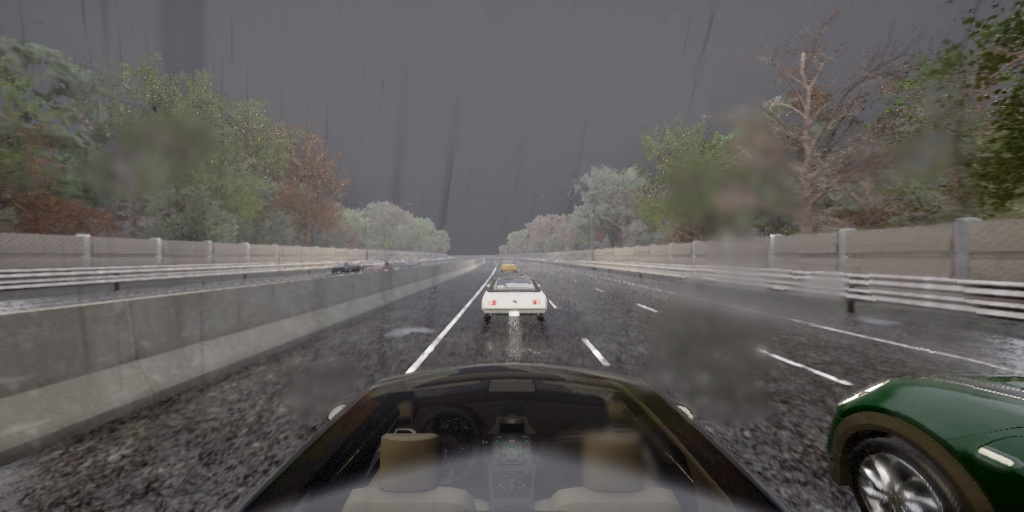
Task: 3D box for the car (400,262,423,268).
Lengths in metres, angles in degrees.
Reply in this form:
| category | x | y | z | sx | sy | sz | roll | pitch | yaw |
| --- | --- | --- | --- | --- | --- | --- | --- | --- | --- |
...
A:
| category | x | y | z | sx | sy | sz | roll | pitch | yaw |
| --- | --- | --- | --- | --- | --- | --- | --- | --- | --- |
| car | -10.916 | 1.331 | 39.257 | 1.994 | 1.385 | 4.181 | 0 | 0 | -1 |

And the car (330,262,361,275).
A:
| category | x | y | z | sx | sy | sz | roll | pitch | yaw |
| --- | --- | --- | --- | --- | --- | --- | --- | --- | --- |
| car | -17.915 | 1.365 | 39.228 | 1.895 | 1.301 | 4.718 | 0 | 0 | -1 |

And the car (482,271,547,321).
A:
| category | x | y | z | sx | sy | sz | roll | pitch | yaw |
| --- | --- | --- | --- | --- | --- | --- | --- | --- | --- |
| car | 0.057 | 1.355 | 12.419 | 1.895 | 1.301 | 4.718 | 0 | 0 | 0 |

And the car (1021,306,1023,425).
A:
| category | x | y | z | sx | sy | sz | roll | pitch | yaw |
| --- | --- | --- | --- | --- | --- | --- | --- | --- | --- |
| car | 7.096 | 1.296 | 1.604 | 2.033 | 1.411 | 5.357 | 0 | 0 | 0 |

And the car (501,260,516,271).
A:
| category | x | y | z | sx | sy | sz | roll | pitch | yaw |
| --- | --- | --- | --- | --- | --- | --- | --- | --- | --- |
| car | -0.444 | 1.221 | 44.652 | 1.801 | 1.575 | 5.366 | 0 | 0 | -1 |

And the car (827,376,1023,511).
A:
| category | x | y | z | sx | sy | sz | roll | pitch | yaw |
| --- | --- | --- | --- | --- | --- | --- | --- | --- | --- |
| car | 3.593 | 1.101 | 0.984 | 2.097 | 1.767 | 4.553 | 0 | 0 | 0 |

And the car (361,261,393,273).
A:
| category | x | y | z | sx | sy | sz | roll | pitch | yaw |
| --- | --- | --- | --- | --- | --- | --- | --- | --- | --- |
| car | -14.417 | 1.302 | 39.328 | 1.812 | 1.442 | 4.674 | 0 | 0 | -1 |
